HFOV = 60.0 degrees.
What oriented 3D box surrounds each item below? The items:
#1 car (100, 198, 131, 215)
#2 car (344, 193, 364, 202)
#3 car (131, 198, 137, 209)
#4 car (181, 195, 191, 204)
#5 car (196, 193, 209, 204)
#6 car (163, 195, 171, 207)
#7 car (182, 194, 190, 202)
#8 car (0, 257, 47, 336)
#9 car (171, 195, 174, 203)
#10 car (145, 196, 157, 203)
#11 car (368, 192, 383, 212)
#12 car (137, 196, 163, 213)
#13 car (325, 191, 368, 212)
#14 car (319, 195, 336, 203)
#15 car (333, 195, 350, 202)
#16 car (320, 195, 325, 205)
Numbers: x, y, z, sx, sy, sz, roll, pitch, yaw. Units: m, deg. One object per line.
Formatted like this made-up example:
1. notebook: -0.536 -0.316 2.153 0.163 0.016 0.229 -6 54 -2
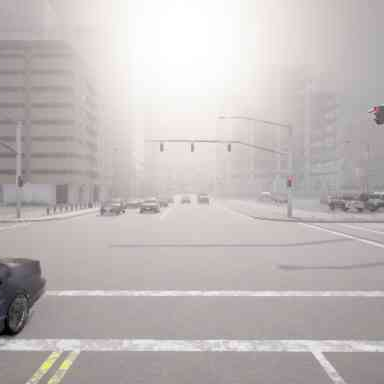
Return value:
1. car: -8.067 1.491 34.285 2.128 1.511 4.902 0 0 0
2. car: 33.352 1.153 68.490 1.932 1.855 4.605 0 0 0
3. car: -8.152 1.526 45.723 1.812 1.442 4.674 0 0 0
4. car: -1.233 1.601 65.383 1.895 1.301 4.718 0 0 0
5. car: 2.273 1.478 64.710 1.882 1.535 5.008 0 0 0
6. car: -4.696 1.352 49.683 2.097 1.767 4.553 0 0 -1
7. car: -1.311 1.304 74.454 1.882 1.535 5.008 0 0 0
8. car: -3.626 1.547 3.936 2.033 1.411 5.357 0 0 0
9. car: -4.765 1.351 66.982 2.097 1.767 4.553 0 0 0
10. car: -8.263 1.565 67.458 1.994 1.385 4.181 0 0 0
11. car: 19.463 1.156 35.801 1.905 1.878 3.866 0 0 0
12. car: -4.590 1.505 36.910 1.837 1.490 4.892 0 0 0
13. car: 16.569 1.153 35.841 1.932 1.855 4.605 0 0 0
14. car: 27.773 1.395 68.412 1.970 1.475 3.806 0 0 0
15. car: 30.669 1.364 68.426 1.784 1.438 3.905 0 0 0
16. car: 22.081 1.395 53.281 1.970 1.475 3.806 0 0 0
